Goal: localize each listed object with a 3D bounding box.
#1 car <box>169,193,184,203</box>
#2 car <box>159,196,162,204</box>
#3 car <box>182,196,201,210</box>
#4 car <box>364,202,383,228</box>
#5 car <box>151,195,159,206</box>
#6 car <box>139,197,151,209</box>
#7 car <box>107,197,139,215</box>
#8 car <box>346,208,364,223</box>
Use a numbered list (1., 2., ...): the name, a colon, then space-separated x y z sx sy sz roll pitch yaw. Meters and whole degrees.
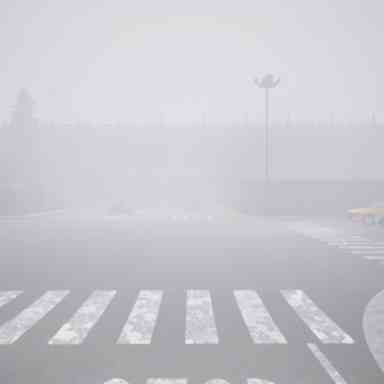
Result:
1. car: -3.318 1.170 65.768 2.150 2.045 5.566 0 0 1
2. car: -6.981 1.457 64.728 1.837 1.490 4.892 0 0 0
3. car: 0.112 1.533 41.393 1.994 1.385 4.181 0 0 0
4. car: 13.110 1.422 19.211 4.902 1.511 2.128 0 0 0
5. car: -7.035 1.486 54.620 1.812 1.442 4.674 0 0 0
6. car: -7.073 1.568 44.509 1.895 1.301 4.718 0 0 0
7. car: -7.083 1.326 33.750 2.097 1.767 4.553 0 0 0
8. car: 13.203 1.405 22.706 5.008 1.535 1.882 0 0 0
